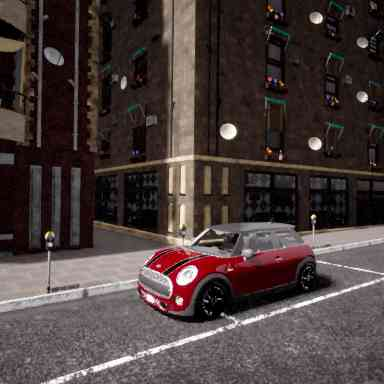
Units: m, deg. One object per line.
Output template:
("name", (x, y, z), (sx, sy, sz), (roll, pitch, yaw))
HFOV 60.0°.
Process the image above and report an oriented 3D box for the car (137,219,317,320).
("car", (0.854, 1.442, 7.300), (4.097, 1.590, 1.967), (0, 1, -35))
